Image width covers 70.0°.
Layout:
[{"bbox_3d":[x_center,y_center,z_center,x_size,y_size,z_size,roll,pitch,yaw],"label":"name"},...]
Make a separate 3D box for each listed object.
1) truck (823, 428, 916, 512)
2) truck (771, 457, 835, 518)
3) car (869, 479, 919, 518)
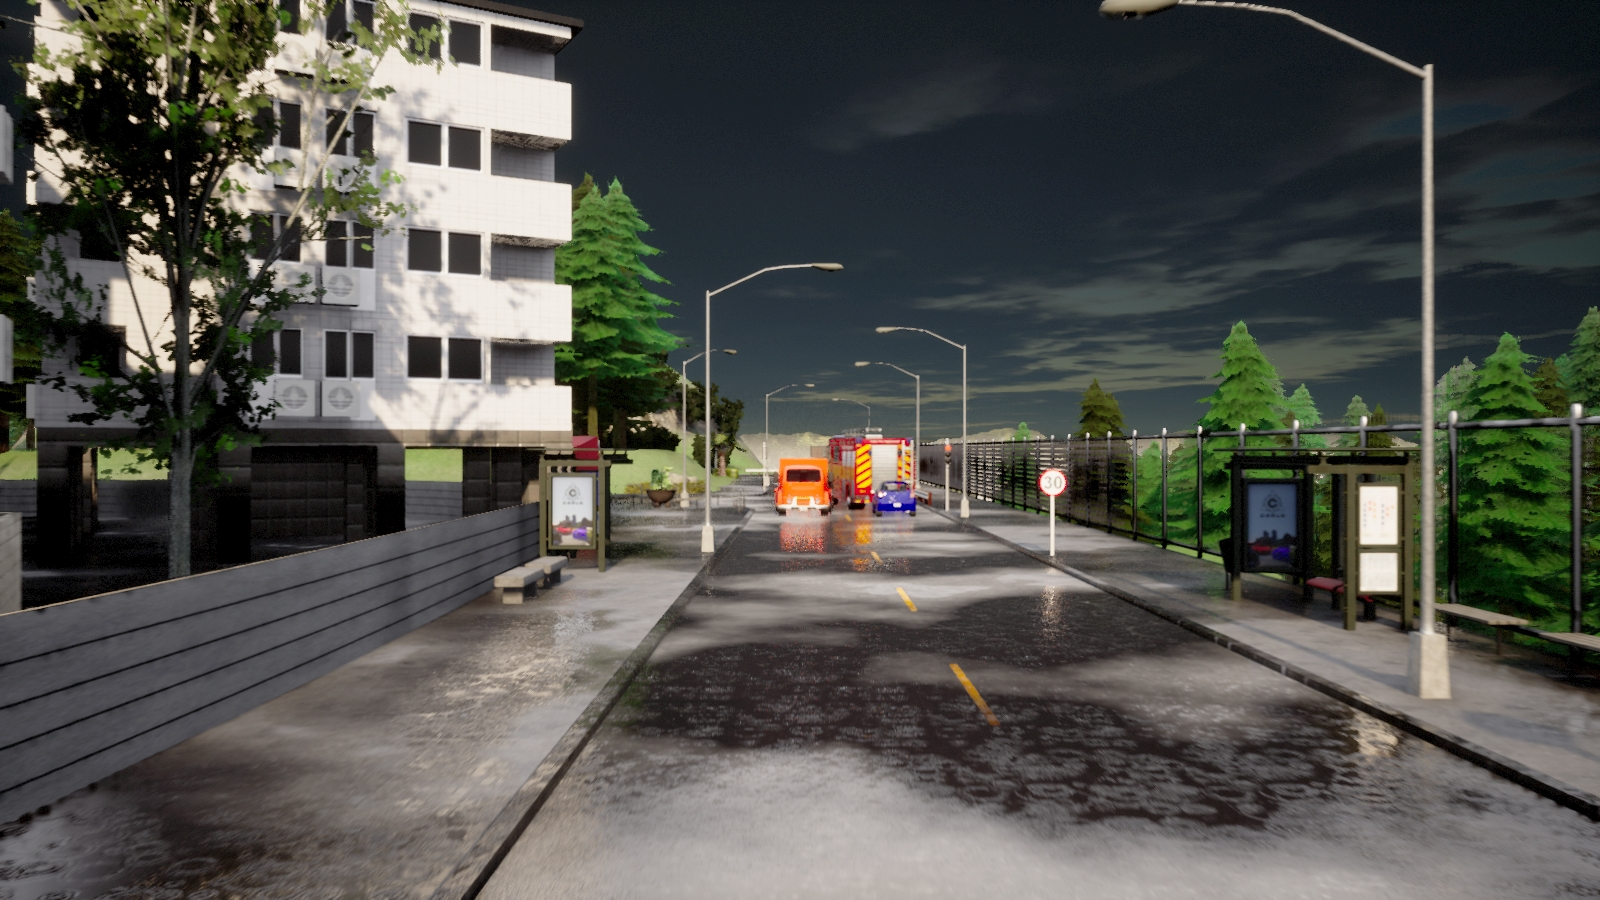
[{"bbox_3d":[3.267,0.890,56.389,2.891,3.827,8.468,0,0,-8],"label":"truck"},{"bbox_3d":[0.155,1.566,49.507,2.627,2.467,5.204,0,0,0],"label":"truck"},{"bbox_3d":[3.999,2.038,48.881,1.845,1.501,3.633,0,0,0],"label":"car"}]
